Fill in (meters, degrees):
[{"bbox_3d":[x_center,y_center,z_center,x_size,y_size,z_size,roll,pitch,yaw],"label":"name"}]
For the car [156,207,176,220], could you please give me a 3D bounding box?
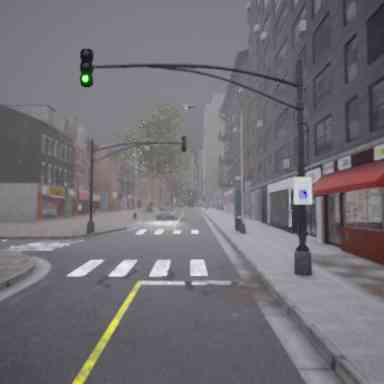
[{"bbox_3d":[-2.755,2.278,35.568,1.895,1.301,4.718,0,-1,0],"label":"car"}]
